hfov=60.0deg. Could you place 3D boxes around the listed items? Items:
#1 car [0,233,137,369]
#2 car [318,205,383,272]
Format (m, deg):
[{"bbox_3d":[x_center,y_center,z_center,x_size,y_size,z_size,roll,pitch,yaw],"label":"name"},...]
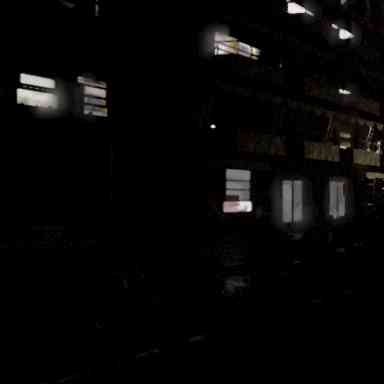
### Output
[{"bbox_3d":[-2.922,1.441,4.467,4.097,1.590,1.967,0,0,-35],"label":"car"},{"bbox_3d":[6.344,1.367,11.072,5.009,1.841,2.192,0,0,-35],"label":"car"}]
